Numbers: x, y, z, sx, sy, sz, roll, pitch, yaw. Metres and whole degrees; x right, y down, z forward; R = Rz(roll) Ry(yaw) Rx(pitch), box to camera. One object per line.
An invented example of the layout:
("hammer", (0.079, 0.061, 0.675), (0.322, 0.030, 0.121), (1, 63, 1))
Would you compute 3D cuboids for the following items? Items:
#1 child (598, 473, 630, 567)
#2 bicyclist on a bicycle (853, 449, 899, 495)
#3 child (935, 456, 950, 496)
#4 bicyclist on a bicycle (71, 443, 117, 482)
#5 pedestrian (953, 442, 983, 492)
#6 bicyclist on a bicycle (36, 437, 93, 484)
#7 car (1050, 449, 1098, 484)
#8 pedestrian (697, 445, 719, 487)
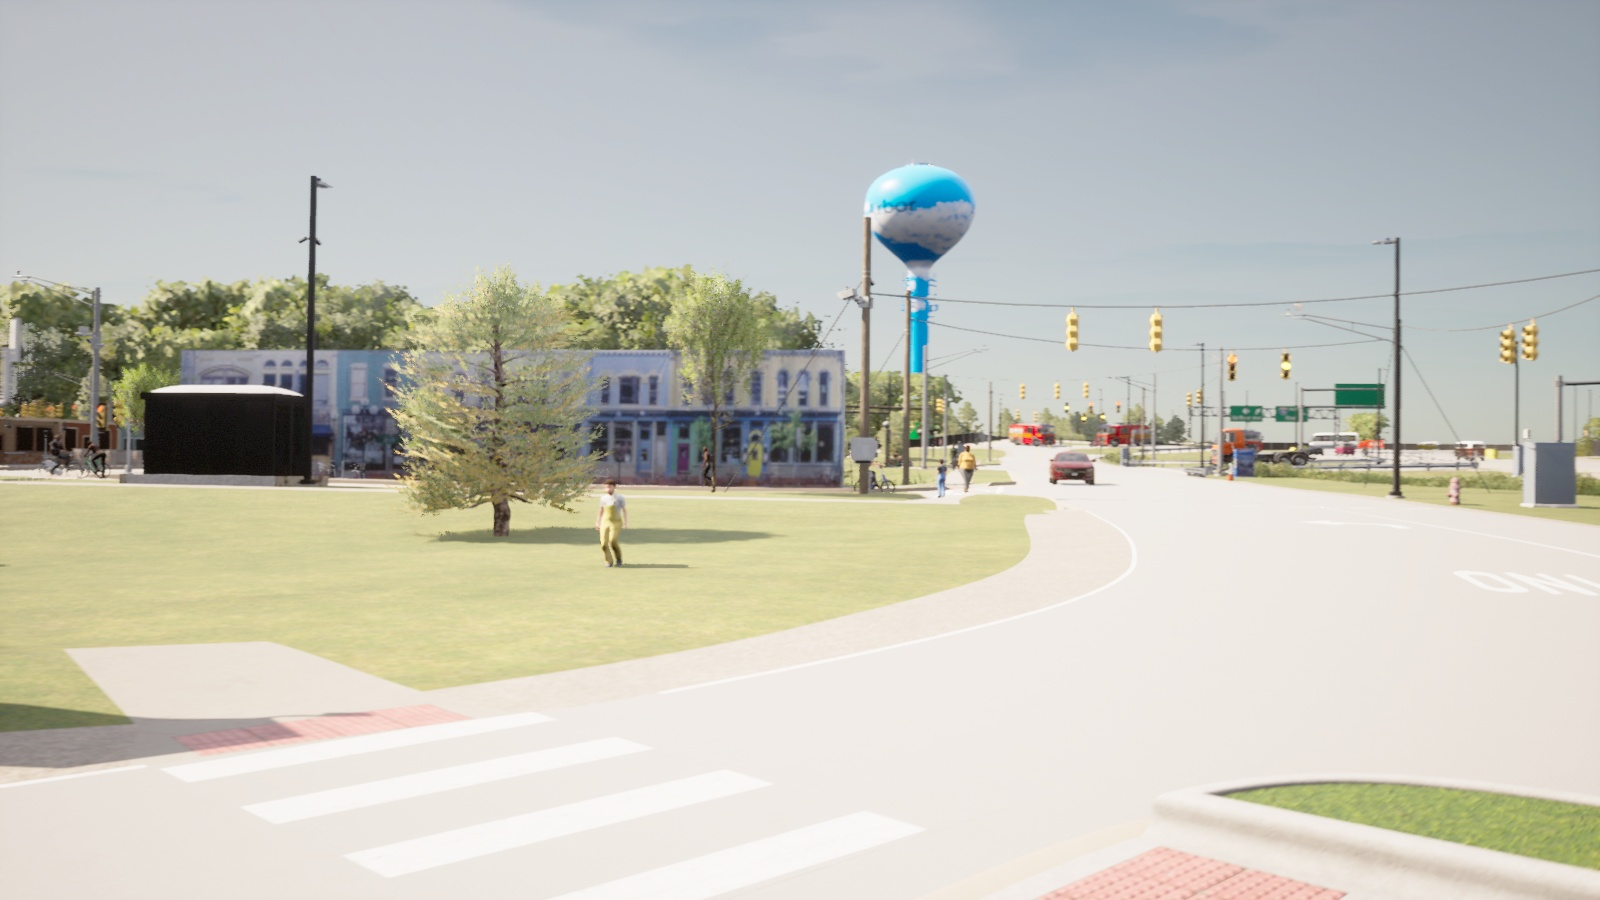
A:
("child", (-2.543, 0.944, 17.168), (0.270, 1.263, 0.437), (0, -1, 14))
("bicyclist on a bicycle", (2.693, 0.782, 44.639), (1.509, 1.612, 0.866), (0, -1, -5))
("child", (4.548, 0.834, 40.089), (0.270, 1.263, 0.437), (1, -1, -23))
("bicyclist on a bicycle", (-29.711, 0.525, 52.885), (1.656, 1.620, 0.582), (0, -1, 9))
("pedestrian", (6.296, 0.652, 47.075), (0.874, 1.855, 0.900), (1, -1, -7))
("bicyclist on a bicycle", (-28.509, 0.398, 48.663), (1.843, 1.776, 0.659), (1, -1, 7))
("car", (12.572, 0.746, 57.840), (1.882, 1.535, 5.008), (0, 0, 9))
("pedestrian", (-4.010, 0.681, 54.737), (0.869, 1.805, 0.328), (0, -1, 4))
